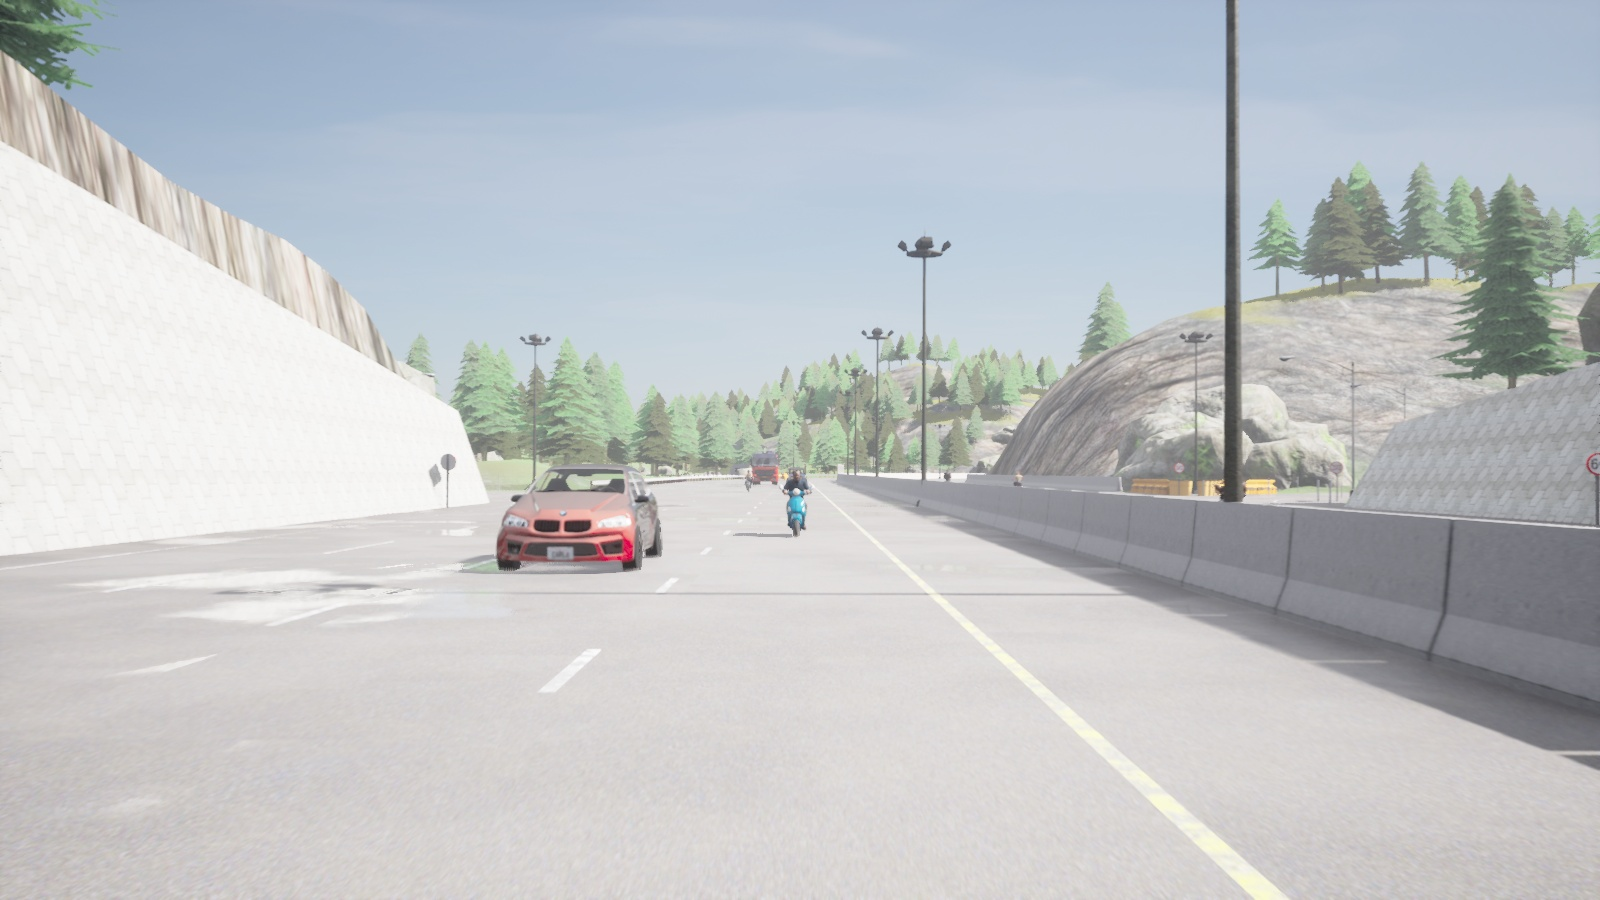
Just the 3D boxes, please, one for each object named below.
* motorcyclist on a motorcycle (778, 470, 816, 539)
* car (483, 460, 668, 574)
[{"bbox_3d":[-0.073,1.268,29.842,0.866,1.590,1.817,0,-1,0],"label":"motorcyclist on a motorcycle"},{"bbox_3d":[-3.551,1.021,20.794,2.242,1.667,4.611,0,-1,0],"label":"car"}]
